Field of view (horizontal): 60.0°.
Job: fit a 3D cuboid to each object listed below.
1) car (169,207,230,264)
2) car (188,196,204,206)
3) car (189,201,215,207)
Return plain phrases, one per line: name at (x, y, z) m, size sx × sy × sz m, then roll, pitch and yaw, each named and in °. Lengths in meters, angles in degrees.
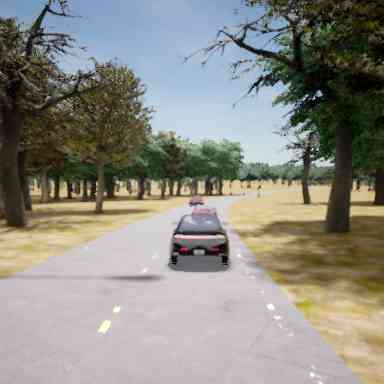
car at (0.298, 1.523, 11.957) m, size 2.128 × 1.511 × 4.902 m, roll 0°, pitch 0°, yaw 2°
car at (0.678, 1.383, 51.252) m, size 1.882 × 1.535 × 5.008 m, roll 0°, pitch 0°, yaw 9°
car at (1.047, 1.648, 26.026) m, size 1.895 × 1.301 × 4.718 m, roll 0°, pitch 0°, yaw 5°
